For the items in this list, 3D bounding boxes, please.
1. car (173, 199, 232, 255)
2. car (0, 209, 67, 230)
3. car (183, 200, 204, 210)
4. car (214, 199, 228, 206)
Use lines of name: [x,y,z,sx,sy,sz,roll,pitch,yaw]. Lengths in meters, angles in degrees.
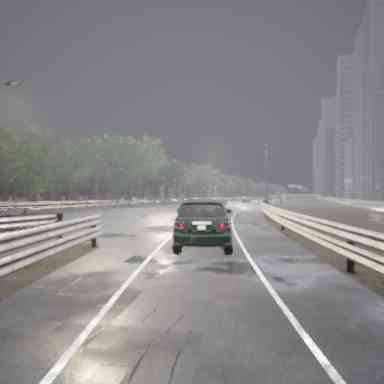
car: [0.503,1.307,13.983,2.150,2.045,5.566,0,0,4]
car: [-9.600,1.623,19.562,1.895,1.301,4.718,0,-1,18]
car: [0.243,1.921,49.612,1.994,1.385,4.181,0,-1,18]
car: [5.864,2.076,66.736,1.812,1.442,4.674,0,-1,18]
